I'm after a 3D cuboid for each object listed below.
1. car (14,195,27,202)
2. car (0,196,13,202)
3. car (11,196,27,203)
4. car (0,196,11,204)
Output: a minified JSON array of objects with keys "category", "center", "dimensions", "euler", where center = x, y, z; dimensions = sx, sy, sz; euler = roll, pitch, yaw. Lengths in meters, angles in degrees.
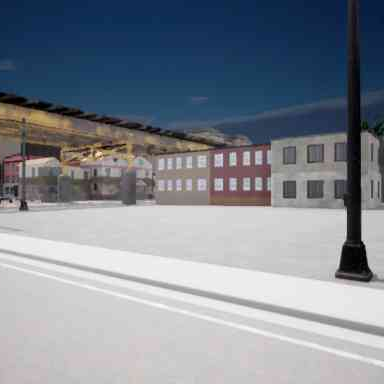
[{"category":"car","center":[-32.098,1.280,62.308],"dimensions":[1.853,1.218,4.536],"euler":[0,0,-23]},{"category":"car","center":[-35.657,1.280,61.053],"dimensions":[4.536,1.218,1.853],"euler":[0,0,7]},{"category":"car","center":[-32.077,1.438,62.261],"dimensions":[2.038,1.542,4.974],"euler":[0,0,-23]},{"category":"car","center":[-35.606,1.438,61.047],"dimensions":[4.974,1.542,2.038],"euler":[0,0,7]}]
